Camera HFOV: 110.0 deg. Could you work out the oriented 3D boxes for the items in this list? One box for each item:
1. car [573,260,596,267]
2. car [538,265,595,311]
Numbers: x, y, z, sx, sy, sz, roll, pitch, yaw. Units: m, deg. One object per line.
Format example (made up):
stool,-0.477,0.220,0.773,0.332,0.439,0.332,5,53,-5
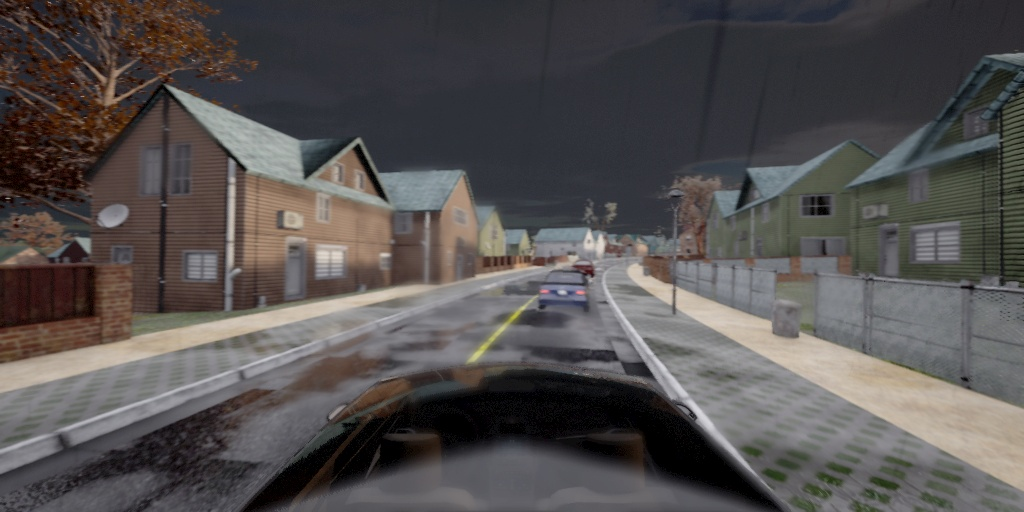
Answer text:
car,6.399,1.076,32.004,1.882,1.535,5.008,1,1,15
car,2.162,1.250,14.297,2.033,1.411,5.357,1,0,11
